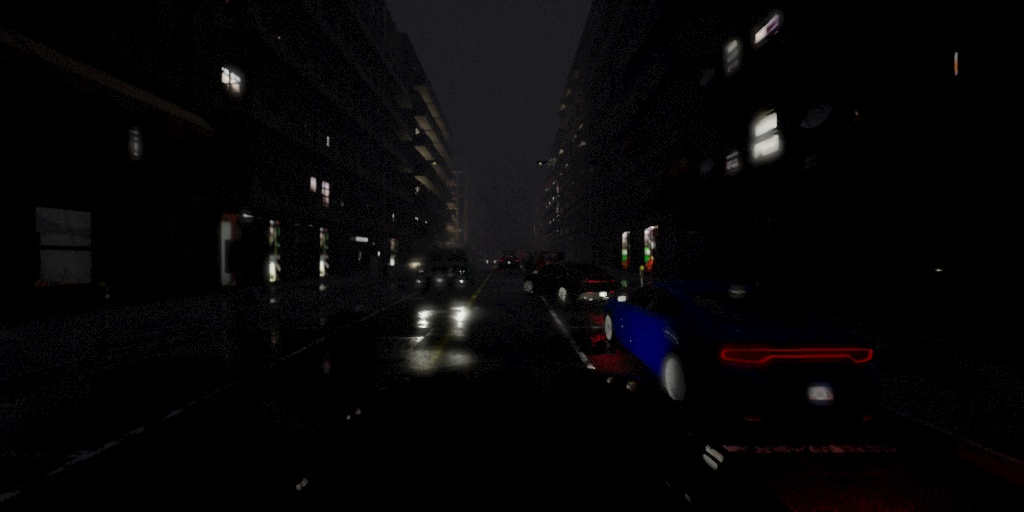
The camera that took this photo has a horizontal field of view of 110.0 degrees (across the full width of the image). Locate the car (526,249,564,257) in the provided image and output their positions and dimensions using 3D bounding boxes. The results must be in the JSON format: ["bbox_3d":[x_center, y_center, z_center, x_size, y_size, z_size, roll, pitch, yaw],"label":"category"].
[{"bbox_3d":[2.294,0.545,23.045,2.192,1.841,5.009,0,0,-1],"label":"car"}]

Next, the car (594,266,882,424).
[{"bbox_3d":[2.968,1.123,5.953,1.882,1.535,5.008,0,1,-1],"label":"car"}]

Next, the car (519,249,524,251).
[{"bbox_3d":[1.921,-0.213,56.222,2.192,1.841,5.009,0,0,-1],"label":"car"}]

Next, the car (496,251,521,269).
[{"bbox_3d":[-0.280,0.524,34.514,1.994,1.385,4.181,0,1,-1],"label":"car"}]

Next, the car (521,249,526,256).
[{"bbox_3d":[2.170,0.410,34.104,1.967,1.591,4.097,0,0,-1],"label":"car"}]

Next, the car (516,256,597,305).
[{"bbox_3d":[2.097,0.951,14.158,1.837,1.490,4.892,0,2,-22],"label":"car"}]

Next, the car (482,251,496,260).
[{"bbox_3d":[-3.411,-0.065,60.419,2.033,1.411,5.357,0,1,-1],"label":"car"}]

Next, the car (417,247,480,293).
[{"bbox_3d":[-3.029,0.581,17.626,2.150,2.045,5.566,0,1,-1],"label":"car"}]
